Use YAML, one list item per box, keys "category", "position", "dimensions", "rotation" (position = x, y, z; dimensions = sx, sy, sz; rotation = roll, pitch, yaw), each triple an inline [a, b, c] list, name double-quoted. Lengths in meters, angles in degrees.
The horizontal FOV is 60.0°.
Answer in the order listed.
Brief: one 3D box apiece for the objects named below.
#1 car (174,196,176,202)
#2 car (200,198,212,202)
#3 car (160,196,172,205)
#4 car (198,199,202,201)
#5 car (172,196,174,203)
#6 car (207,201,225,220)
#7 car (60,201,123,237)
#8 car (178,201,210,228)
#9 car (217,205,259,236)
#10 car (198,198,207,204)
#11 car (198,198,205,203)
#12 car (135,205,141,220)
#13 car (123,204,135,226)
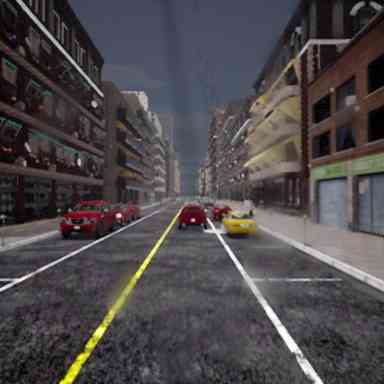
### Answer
- category: "car"
  position: [-5.824, 2.188, 86.635]
  dimensions: [1.887, 1.381, 4.507]
  rotation: [0, 0, 0]
- category: "car"
  position: [2.609, 1.945, 52.827]
  dimensions: [2.008, 1.369, 4.403]
  rotation: [0, 0, 0]
- category: "car"
  position: [-5.798, 2.070, 69.726]
  dimensions: [2.008, 1.369, 4.403]
  rotation: [0, 0, 0]
- category: "car"
  position: [0.036, 1.913, 41.700]
  dimensions: [1.895, 1.301, 4.718]
  rotation: [0, 0, 0]
- category: "car"
  position: [-5.807, 2.111, 75.363]
  dimensions: [2.008, 1.369, 4.403]
  rotation: [0, 0, 0]
- category: "car"
  position: [2.644, 1.772, 30.283]
  dimensions: [1.887, 1.381, 4.507]
  rotation: [0, 0, 0]
- category: "car"
  position: [-5.718, 1.460, 19.004]
  dimensions: [2.192, 1.841, 5.009]
  rotation: [0, 0, 0]
- category: "car"
  position: [0.063, 1.655, 23.524]
  dimensions: [1.882, 1.535, 5.008]
  rotation: [0, 0, 0]
- category: "car"
  position: [2.661, 1.670, 19.181]
  dimensions: [1.752, 1.417, 4.829]
  rotation: [0, 0, 0]
- category: "car"
  position: [2.566, 2.167, 81.008]
  dimensions: [1.947, 1.339, 4.313]
  rotation: [0, 0, 0]
- category: "car"
  position: [2.548, 2.265, 92.280]
  dimensions: [1.802, 1.307, 4.206]
  rotation: [0, 0, 0]
- category: "car"
  position: [-5.736, 1.773, 30.275]
  dimensions: [1.887, 1.381, 4.507]
  rotation: [0, 0, 0]
- category: "car"
  position: [-5.728, 1.627, 24.638]
  dimensions: [1.967, 1.590, 4.097]
  rotation: [0, 0, 0]
